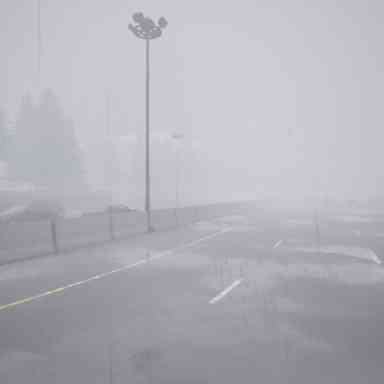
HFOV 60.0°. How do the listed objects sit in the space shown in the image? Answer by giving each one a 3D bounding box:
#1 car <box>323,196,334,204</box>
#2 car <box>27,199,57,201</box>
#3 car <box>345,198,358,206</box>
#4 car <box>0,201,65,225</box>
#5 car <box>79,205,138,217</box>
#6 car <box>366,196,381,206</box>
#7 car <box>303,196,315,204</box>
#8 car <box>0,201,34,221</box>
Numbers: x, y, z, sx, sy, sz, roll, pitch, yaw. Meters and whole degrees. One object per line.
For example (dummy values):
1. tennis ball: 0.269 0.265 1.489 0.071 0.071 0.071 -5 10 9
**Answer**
1. car: 26.631 1.478 64.931 1.882 1.535 5.008 0 0 23
2. car: -12.315 1.351 26.248 2.097 1.767 4.553 0 0 23
3. car: 26.136 1.601 54.626 1.895 1.301 4.718 0 0 22
4. car: -10.597 1.526 21.258 1.812 1.442 4.674 0 0 23
5. car: -5.817 1.601 23.646 1.895 1.301 4.718 0 0 23
6. car: 30.397 1.505 55.745 1.837 1.490 4.892 0 0 22
7. car: 22.665 1.505 64.501 1.837 1.490 4.892 0 0 23
8. car: -15.793 1.547 27.005 2.033 1.411 5.357 0 0 22
